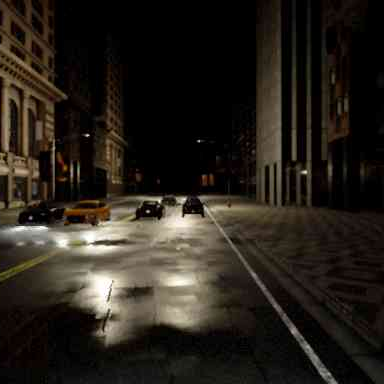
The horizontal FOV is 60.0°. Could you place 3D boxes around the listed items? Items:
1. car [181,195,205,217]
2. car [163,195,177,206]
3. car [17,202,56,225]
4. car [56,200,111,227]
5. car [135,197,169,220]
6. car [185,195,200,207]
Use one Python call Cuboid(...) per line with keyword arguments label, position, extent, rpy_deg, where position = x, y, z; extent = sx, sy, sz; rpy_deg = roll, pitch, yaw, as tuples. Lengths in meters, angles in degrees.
Cuboid(label="car", position=(0.087, 1.290, 27.892), extent=(1.812, 1.442, 4.674), rpy_deg=(0, 1, 0))
Cuboid(label="car", position=(-3.176, 1.098, 45.909), extent=(2.128, 1.511, 4.902), rpy_deg=(0, 1, 0))
Cuboid(label="car", position=(-9.834, 1.377, 22.266), extent=(1.994, 1.385, 4.181), rpy_deg=(0, 0, 0))
Cuboid(label="car", position=(-6.589, 1.298, 21.329), extent=(1.882, 1.535, 5.008), rpy_deg=(0, 1, 0))
Cuboid(label="car", position=(-3.164, 1.347, 25.916), extent=(1.994, 1.385, 4.181), rpy_deg=(0, 1, 0))
Cuboid(label="car", position=(0.073, 1.150, 43.940), extent=(1.812, 1.442, 4.674), rpy_deg=(0, 1, 0))
